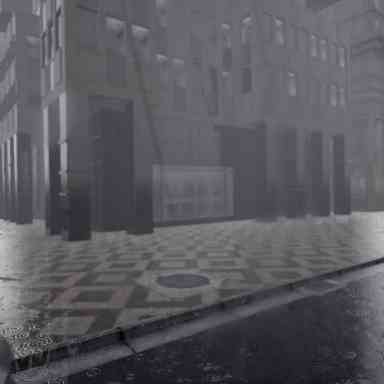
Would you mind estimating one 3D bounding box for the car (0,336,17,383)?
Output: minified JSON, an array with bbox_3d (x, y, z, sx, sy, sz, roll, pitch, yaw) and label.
[{"bbox_3d":[-3.241,1.530,1.029,4.892,1.490,1.837,-1,1,-36],"label":"car"}]
